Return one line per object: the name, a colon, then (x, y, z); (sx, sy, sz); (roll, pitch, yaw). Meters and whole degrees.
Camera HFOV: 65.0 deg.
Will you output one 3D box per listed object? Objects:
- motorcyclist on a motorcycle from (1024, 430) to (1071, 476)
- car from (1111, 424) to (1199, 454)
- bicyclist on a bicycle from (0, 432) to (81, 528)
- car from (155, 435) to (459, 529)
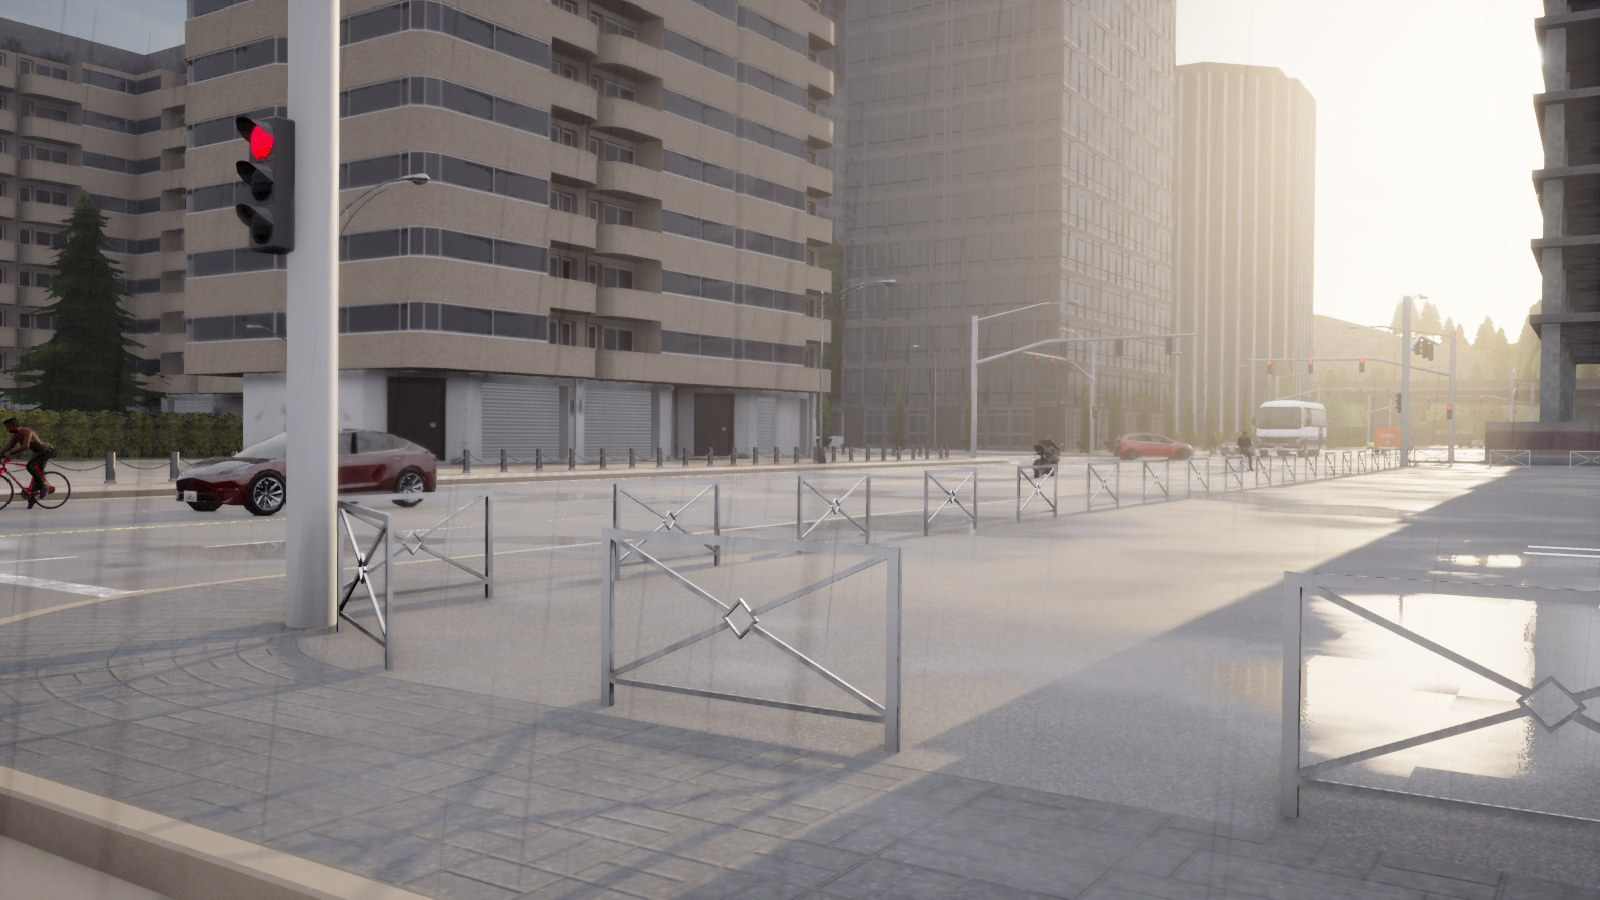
motorcyclist on a motorcycle: (8.668, 0.088, 43.907); (0.866, 1.530, 2.191); (0, 1, 32)
car: (20.955, -0.658, 74.241); (4.611, 1.667, 2.242); (-1, 1, 2)
bicyclist on a bicycle: (-13.599, 0.507, 21.982); (0.582, 1.620, 1.656); (0, 1, 33)
car: (-8.837, 0.498, 22.939); (2.163, 1.488, 4.792); (0, 1, 33)
